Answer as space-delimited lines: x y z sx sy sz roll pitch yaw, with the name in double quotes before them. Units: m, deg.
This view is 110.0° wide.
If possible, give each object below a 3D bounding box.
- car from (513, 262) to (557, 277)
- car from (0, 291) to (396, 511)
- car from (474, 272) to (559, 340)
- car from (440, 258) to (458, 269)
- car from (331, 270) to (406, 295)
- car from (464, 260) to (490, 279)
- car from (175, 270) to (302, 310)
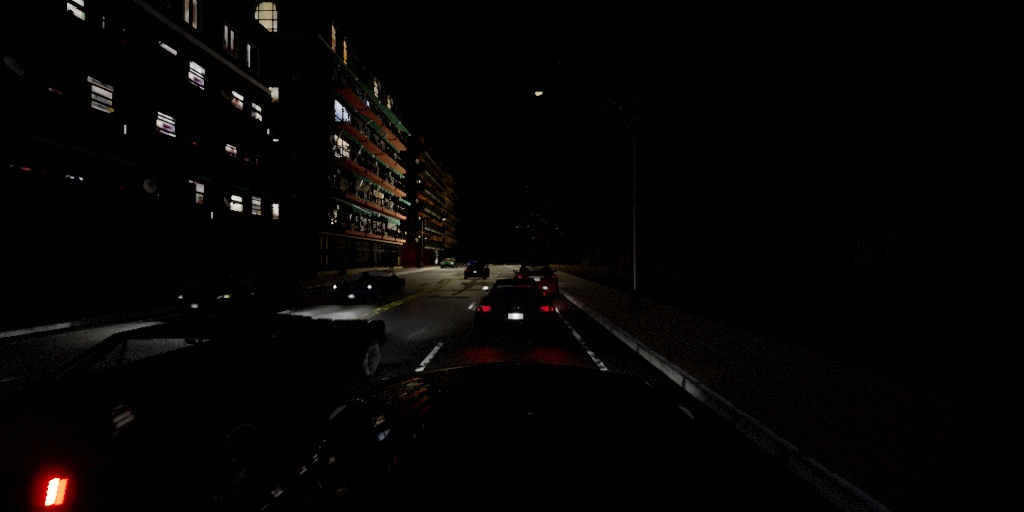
"car" 1.143 1.103 18.587 2.097 1.767 4.553 0 0 0
"car" -3.151 1.351 4.292 1.895 1.301 4.718 0 0 0
"car" 0.097 1.315 10.007 1.994 1.385 4.181 0 0 0
"car" -9.819 1.103 55.868 2.097 1.767 4.553 0 0 0
"car" -6.593 1.353 16.939 1.895 1.301 4.718 0 0 0
"car" -3.138 1.316 32.387 1.994 1.385 4.181 0 0 0
"car" -9.848 1.277 13.446 1.812 1.442 4.674 0 0 0
